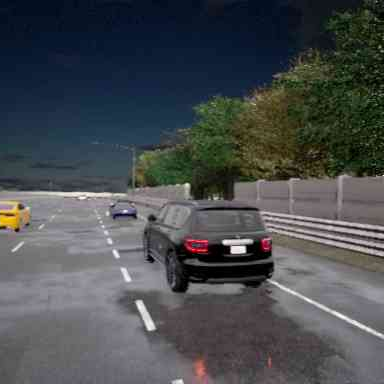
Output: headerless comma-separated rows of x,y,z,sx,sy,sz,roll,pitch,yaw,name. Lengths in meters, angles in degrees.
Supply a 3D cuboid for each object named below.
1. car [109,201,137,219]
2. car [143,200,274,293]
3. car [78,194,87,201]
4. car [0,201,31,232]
-5.690,1.415,27.310,1.994,1.385,4.181,1,0,-18,car
0.104,1.229,9.211,2.150,2.045,5.566,1,0,-18,car
-23.823,1.262,72.184,1.895,1.301,4.718,1,-1,-18,car
-10.110,1.248,18.160,1.882,1.535,5.008,1,0,-18,car
